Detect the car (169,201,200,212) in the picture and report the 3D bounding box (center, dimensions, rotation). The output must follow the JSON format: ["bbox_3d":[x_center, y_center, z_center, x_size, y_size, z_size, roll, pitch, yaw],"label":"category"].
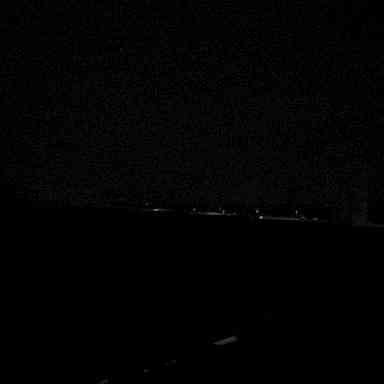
[{"bbox_3d":[-0.965,1.836,42.059,1.895,1.301,4.718,1,-1,-36],"label":"car"}]

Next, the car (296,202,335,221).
[{"bbox_3d":[10.573,1.564,26.163,2.128,1.511,4.902,1,-1,-37],"label":"car"}]

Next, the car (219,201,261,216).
[{"bbox_3d":[4.845,1.638,34.012,2.128,1.511,4.902,1,-1,-36],"label":"car"}]

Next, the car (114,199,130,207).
[{"bbox_3d":[-13.390,2.032,64.270,1.882,1.535,5.008,1,-1,-36],"label":"car"}]

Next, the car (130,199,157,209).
[{"bbox_3d":[-7.164,1.844,50.699,1.837,1.490,4.892,1,-2,-36],"label":"car"}]
